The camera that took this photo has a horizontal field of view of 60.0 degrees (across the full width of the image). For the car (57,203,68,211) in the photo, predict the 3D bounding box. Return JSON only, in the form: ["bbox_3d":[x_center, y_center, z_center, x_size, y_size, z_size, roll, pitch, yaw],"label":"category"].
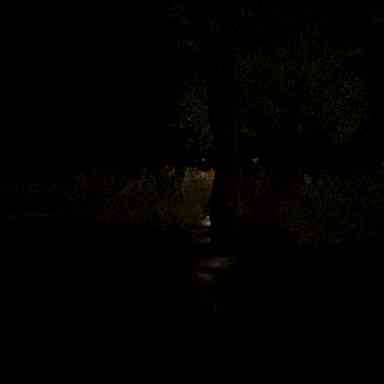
[{"bbox_3d":[-12.001,1.467,35.731,2.128,1.511,4.902,0,0,41],"label":"car"}]
